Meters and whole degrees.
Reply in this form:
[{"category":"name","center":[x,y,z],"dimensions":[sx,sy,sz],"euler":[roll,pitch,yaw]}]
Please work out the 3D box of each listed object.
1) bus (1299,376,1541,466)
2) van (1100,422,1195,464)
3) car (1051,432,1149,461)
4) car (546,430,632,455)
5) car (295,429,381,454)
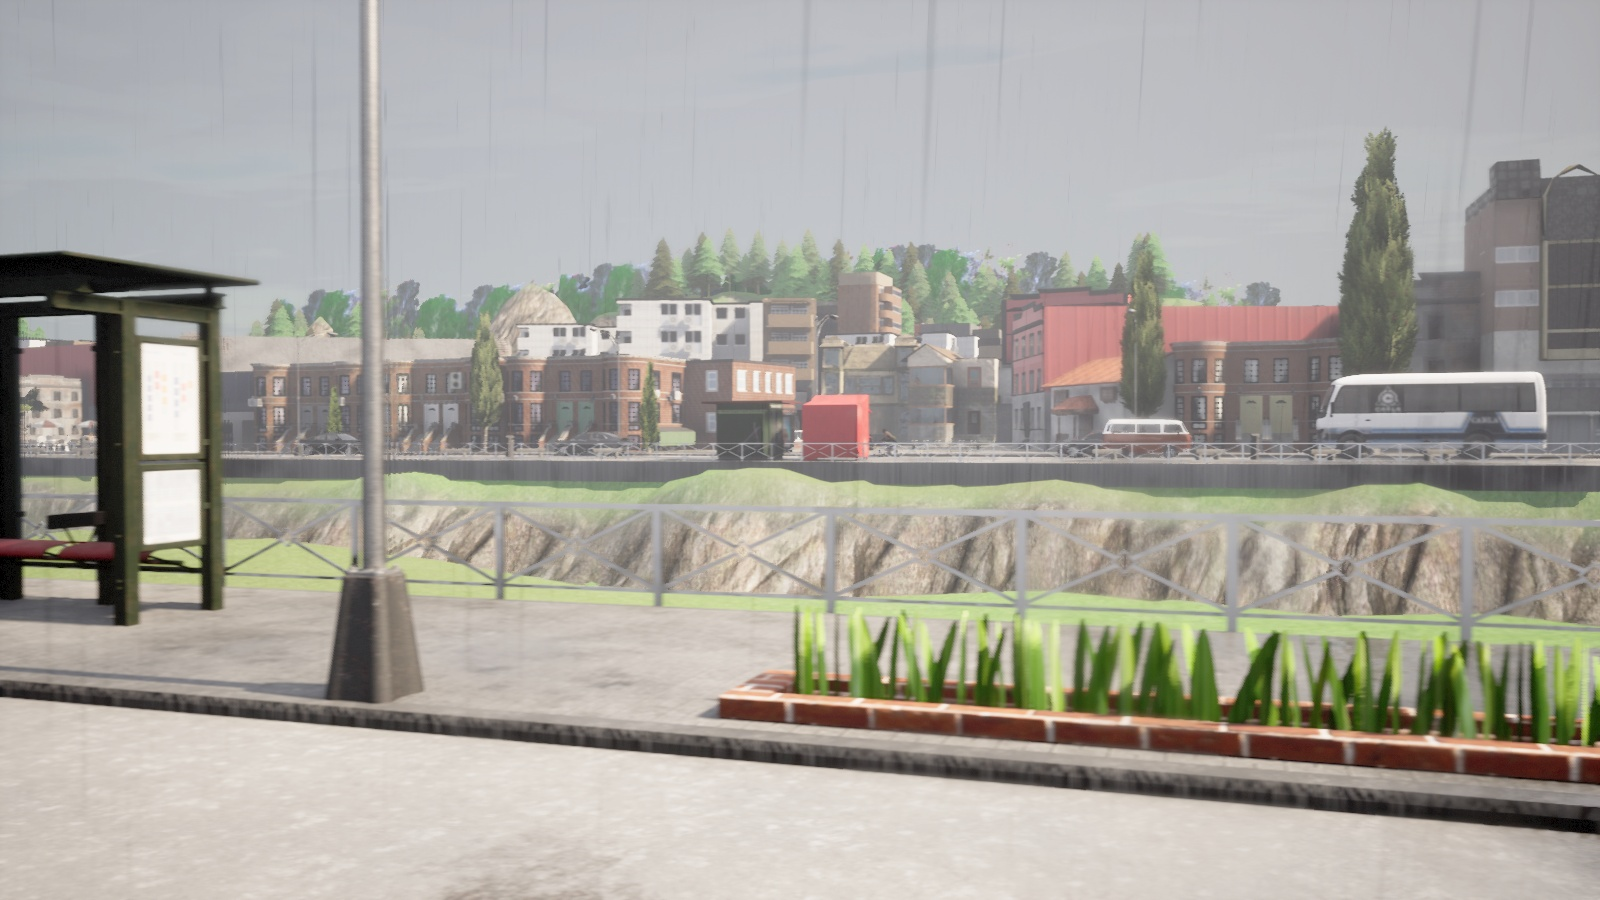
[{"category":"bus","center":[30.460,-1.434,62.378],"dimensions":[10.273,4.253,3.944],"euler":[1,1,19]},{"category":"van","center":[17.413,-0.392,62.958],"dimensions":[4.480,2.038,2.069],"euler":[1,1,19]},{"category":"car","center":[16.142,-0.189,67.542],"dimensions":[4.892,1.490,1.837],"euler":[1,1,21]},{"category":"car","center":[-12.999,-0.456,77.382],"dimensions":[4.892,1.490,1.837],"euler":[1,1,19]},{"category":"car","center":[-28.871,-0.561,78.487],"dimensions":[5.008,1.535,1.882],"euler":[1,1,19]}]
